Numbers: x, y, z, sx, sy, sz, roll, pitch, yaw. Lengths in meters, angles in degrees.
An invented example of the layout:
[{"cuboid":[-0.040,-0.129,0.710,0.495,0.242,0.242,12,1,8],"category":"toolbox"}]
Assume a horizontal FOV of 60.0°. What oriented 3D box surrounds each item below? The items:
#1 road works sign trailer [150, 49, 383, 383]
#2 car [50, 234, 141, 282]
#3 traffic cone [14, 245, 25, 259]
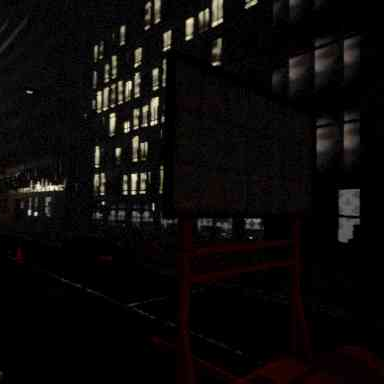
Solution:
[{"cuboid":[0.480,0.666,3.506,2.380,3.560,2.880,4,-4,-43],"category":"road works sign trailer"},{"cuboid":[-3.367,2.094,11.356,1.802,1.307,4.206,4,-4,-43],"category":"car"},{"cuboid":[-7.271,2.515,14.027,0.340,0.580,0.340,4,-4,-43],"category":"traffic cone"}]
